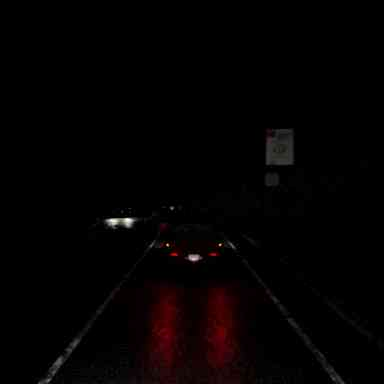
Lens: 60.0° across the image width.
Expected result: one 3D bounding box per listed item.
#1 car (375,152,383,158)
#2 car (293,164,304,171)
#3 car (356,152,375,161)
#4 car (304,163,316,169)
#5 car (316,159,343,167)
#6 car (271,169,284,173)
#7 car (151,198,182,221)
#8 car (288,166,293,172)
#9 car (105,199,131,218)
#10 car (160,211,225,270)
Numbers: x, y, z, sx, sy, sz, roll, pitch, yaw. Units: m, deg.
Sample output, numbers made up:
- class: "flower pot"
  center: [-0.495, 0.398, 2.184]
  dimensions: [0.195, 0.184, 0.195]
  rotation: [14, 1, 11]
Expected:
- class: "car"
  center: [21.839, -3.957, 34.579]
  dimensions: [2.231, 1.521, 4.892]
  rotation: [0, 1, -1]
- class: "car"
  center: [21.212, -4.421, 62.200]
  dimensions: [2.185, 1.767, 4.553]
  rotation: [0, 1, -1]
- class: "car"
  center: [21.707, -4.036, 40.097]
  dimensions: [2.231, 1.521, 4.892]
  rotation: [0, 1, -1]
- class: "car"
  center: [21.339, -4.190, 56.527]
  dimensions: [2.002, 1.452, 4.674]
  rotation: [0, 1, -1]
- class: "car"
  center: [21.462, -4.292, 51.033]
  dimensions: [2.185, 1.767, 4.553]
  rotation: [0, 1, -1]
- class: "car"
  center: [20.841, -4.463, 78.733]
  dimensions: [2.231, 1.521, 4.892]
  rotation: [0, 1, -1]
- class: "car"
  center: [-2.488, 1.587, 31.830]
  dimensions: [2.150, 2.045, 5.566]
  rotation: [0, -1, -16]
- class: "car"
  center: [21.088, -4.481, 67.719]
  dimensions: [2.185, 1.767, 4.553]
  rotation: [0, 1, -1]
- class: "car"
  center: [-8.448, 1.817, 37.668]
  dimensions: [2.150, 2.045, 5.566]
  rotation: [0, -2, -23]
- class: "car"
  center: [0.055, 1.574, 11.088]
  dimensions: [1.812, 1.442, 4.674]
  rotation: [0, 0, 0]
